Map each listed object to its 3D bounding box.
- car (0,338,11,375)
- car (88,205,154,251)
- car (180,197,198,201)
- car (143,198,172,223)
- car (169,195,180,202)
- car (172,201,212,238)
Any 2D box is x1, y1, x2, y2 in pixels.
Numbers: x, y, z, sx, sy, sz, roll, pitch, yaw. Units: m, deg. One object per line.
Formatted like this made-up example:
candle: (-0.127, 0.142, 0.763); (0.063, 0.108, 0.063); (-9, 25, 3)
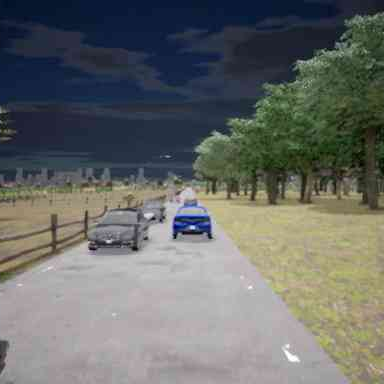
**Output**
car: (-2.845, 1.552, 1.187); (2.033, 1.411, 5.357); (0, 0, 0)
car: (-2.919, 1.491, 14.043); (1.837, 1.490, 4.892); (0, 0, 0)
car: (-0.163, 1.390, 45.051); (2.128, 1.511, 4.902); (0, 0, 0)
car: (-2.952, 1.459, 25.181); (2.128, 1.511, 4.902); (0, 0, 0)
car: (-3.139, 1.295, 62.086); (2.128, 1.511, 4.902); (0, 0, 0)
car: (0.004, 1.451, 17.503); (1.882, 1.535, 5.008); (0, 0, 0)
